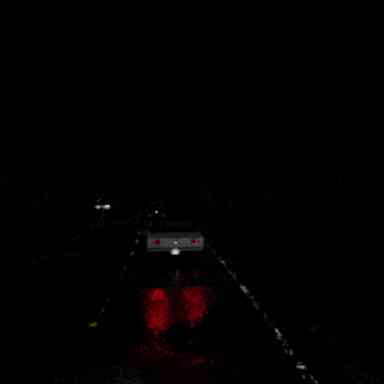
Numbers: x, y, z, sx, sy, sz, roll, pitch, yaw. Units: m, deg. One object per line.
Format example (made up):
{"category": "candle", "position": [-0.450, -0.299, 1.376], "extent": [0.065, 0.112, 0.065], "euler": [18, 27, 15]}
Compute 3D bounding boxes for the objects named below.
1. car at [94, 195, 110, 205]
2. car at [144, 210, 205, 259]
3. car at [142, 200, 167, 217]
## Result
{"category": "car", "position": [-15.134, 1.317, 56.008], "extent": [2.097, 1.767, 4.553], "euler": [0, 0, -23]}
{"category": "car", "position": [-0.733, 1.591, 12.653], "extent": [1.895, 1.301, 4.718], "euler": [0, 0, -6]}
{"category": "car", "position": [-3.360, 1.457, 29.379], "extent": [1.882, 1.535, 5.008], "euler": [0, 0, -12]}
